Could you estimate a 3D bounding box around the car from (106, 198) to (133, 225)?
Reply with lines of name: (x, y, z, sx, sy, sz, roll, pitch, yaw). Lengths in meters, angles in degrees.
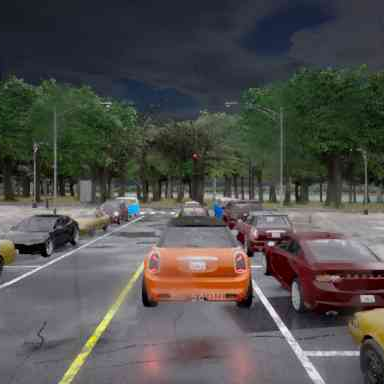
car: (-5.749, 1.443, 23.783, 1.967, 1.590, 4.097, 0, 0, 0)

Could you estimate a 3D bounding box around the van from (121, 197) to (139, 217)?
van: (-5.746, 1.346, 29.220, 1.690, 1.788, 3.998, 0, 0, 0)

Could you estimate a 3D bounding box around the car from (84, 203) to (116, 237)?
car: (-5.753, 1.527, 18.175, 1.752, 1.417, 4.829, 0, 0, 0)

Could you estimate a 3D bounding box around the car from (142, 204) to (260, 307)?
car: (0.104, 1.352, 8.136, 2.097, 1.767, 4.553, 0, 0, 0)

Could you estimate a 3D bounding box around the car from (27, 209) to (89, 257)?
car: (-5.756, 1.567, 12.907, 1.947, 1.339, 4.313, 0, 0, 0)

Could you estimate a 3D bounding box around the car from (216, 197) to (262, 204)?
car: (2.772, 1.317, 18.340, 2.192, 1.841, 5.009, 0, 0, 0)

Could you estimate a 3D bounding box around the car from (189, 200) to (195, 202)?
car: (0.015, 1.461, 27.295, 1.801, 1.575, 5.366, 0, 0, 1)

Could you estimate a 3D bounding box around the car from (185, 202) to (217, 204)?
car: (0.109, 1.493, 17.350, 2.128, 1.511, 4.902, 0, 0, 0)

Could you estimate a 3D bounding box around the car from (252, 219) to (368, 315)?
car: (2.765, 1.545, 7.464, 1.887, 1.381, 4.507, 0, 0, 0)

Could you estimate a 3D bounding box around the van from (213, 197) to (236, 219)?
van: (2.780, 1.346, 29.215, 1.690, 1.788, 3.998, 0, 0, 0)

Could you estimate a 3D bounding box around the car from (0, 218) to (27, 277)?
car: (-5.760, 1.526, 7.300, 1.752, 1.417, 4.829, 0, 0, 0)

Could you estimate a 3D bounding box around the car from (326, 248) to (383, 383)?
car: (2.762, 1.525, 2.196, 1.752, 1.417, 4.829, 0, 0, 0)

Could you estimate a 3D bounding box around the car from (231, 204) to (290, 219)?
car: (2.769, 1.441, 12.902, 1.967, 1.590, 4.097, 0, 0, 0)
